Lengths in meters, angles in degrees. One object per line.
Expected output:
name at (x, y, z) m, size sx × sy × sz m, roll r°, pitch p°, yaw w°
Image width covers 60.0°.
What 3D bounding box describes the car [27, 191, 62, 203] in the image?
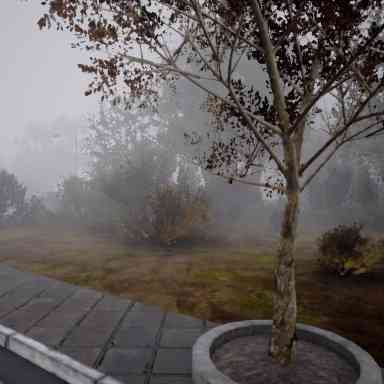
car at (-18.391, 0.939, 41.852) m, size 2.150 × 2.045 × 5.566 m, roll 1°, pitch 0°, yaw 32°
